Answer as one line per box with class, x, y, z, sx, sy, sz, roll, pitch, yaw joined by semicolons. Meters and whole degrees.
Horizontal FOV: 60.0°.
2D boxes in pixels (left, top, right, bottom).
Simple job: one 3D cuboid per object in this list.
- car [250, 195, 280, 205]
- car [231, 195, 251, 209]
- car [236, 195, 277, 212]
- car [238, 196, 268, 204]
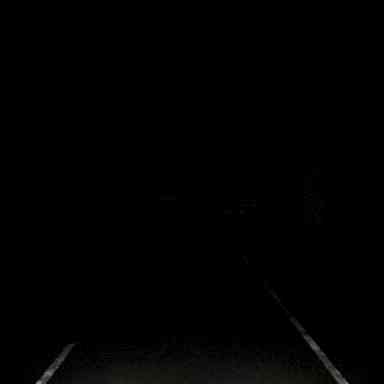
car;11.466;1.263;52.138;4.674;1.442;1.812;0;0;-28
car;6.685;1.151;39.836;2.097;1.767;4.553;0;1;44
car;7.183;1.369;35.419;2.033;1.411;5.357;0;0;39
car;10.207;1.321;55.436;4.718;1.301;1.895;0;0;-28
